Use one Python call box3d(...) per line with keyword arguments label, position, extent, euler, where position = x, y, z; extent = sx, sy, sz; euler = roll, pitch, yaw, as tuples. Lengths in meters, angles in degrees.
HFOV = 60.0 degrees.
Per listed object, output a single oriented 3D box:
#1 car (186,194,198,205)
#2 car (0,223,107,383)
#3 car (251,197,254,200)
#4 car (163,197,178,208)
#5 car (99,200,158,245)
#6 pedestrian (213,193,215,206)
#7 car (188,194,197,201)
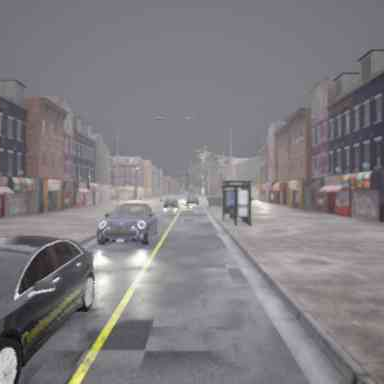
box3d(label="car", position=(0.039, 1.258, 53.581), extent=(2.033, 1.411, 5.357), euler=(0, 0, 0))
box3d(label="car", position=(-2.839, 1.489, 4.899), extent=(1.837, 1.490, 4.892), euler=(0, 0, 0))
box3d(label="car", position=(12.410, 1.344, 78.034), extent=(4.313, 1.339, 1.947), euler=(0, 0, 0))
box3d(label="car", position=(-2.804, 1.429, 44.708), extent=(2.033, 1.411, 5.357), euler=(0, 0, 0))
box3d(label="car", position=(-2.799, 1.303, 15.264), extent=(2.097, 1.767, 4.553), euler=(0, 0, 0))
box3d(label="pedestrian", position=(3.045, 1.019, 46.637), extent=(0.375, 1.860, 0.375), euler=(0, 0, -10))
box3d(label="car", position=(0.054, 1.174, 72.980), extent=(1.882, 1.535, 5.008), euler=(0, 0, 0))
